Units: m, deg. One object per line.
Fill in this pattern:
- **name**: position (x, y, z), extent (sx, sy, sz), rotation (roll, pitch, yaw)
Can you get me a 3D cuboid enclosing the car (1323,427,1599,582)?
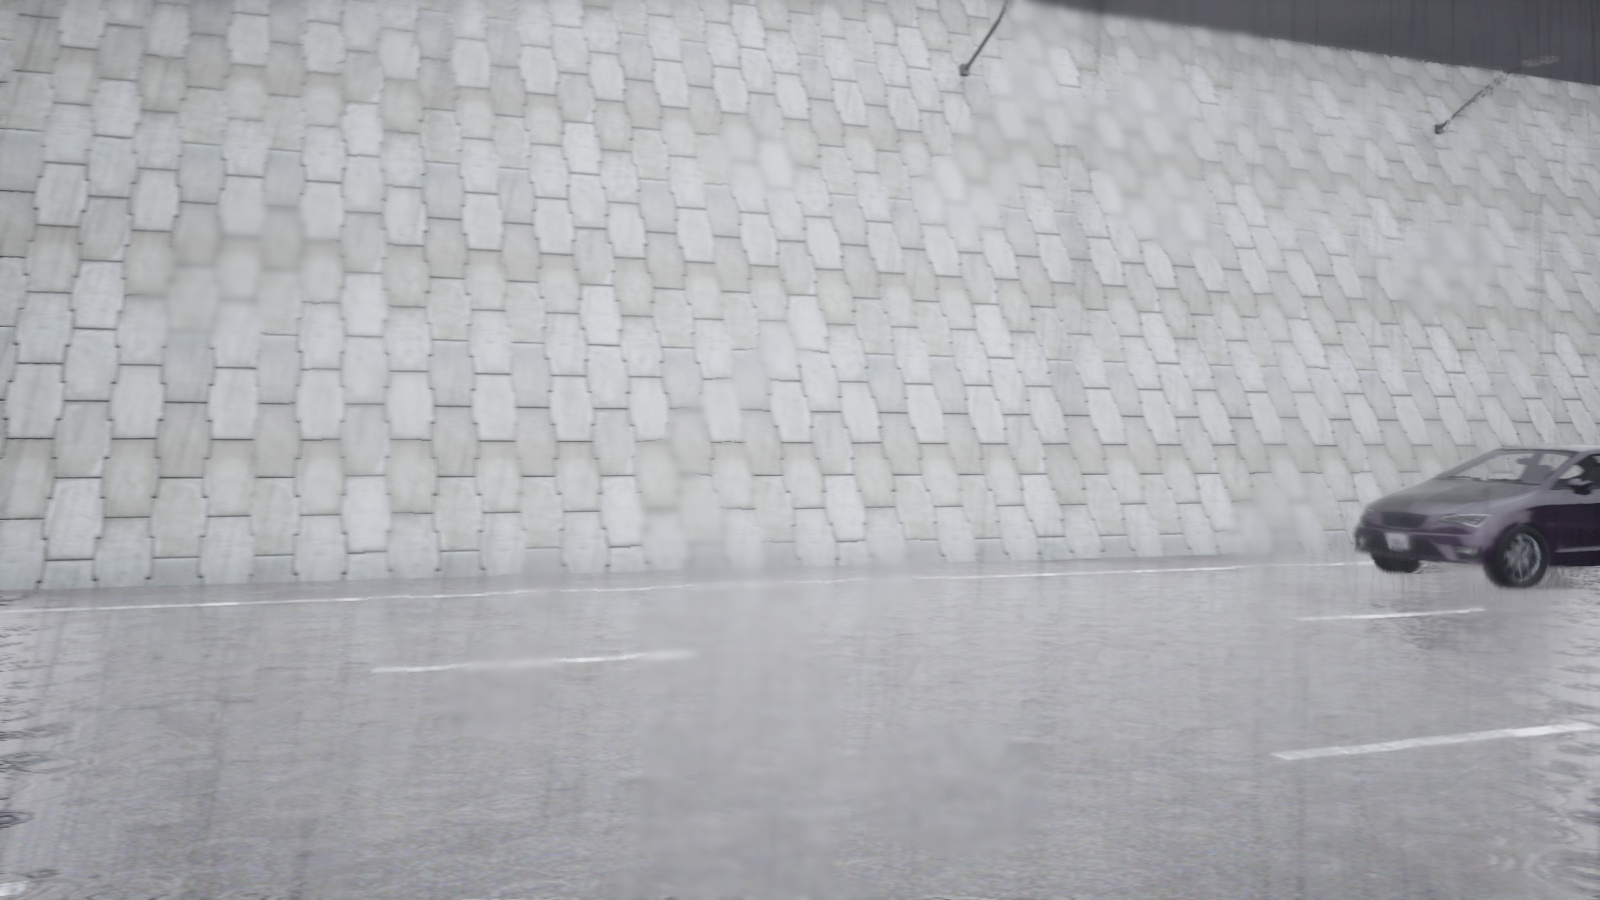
- **car**: position (8.067, 0.500, 13.789), extent (4.193, 1.474, 1.816), rotation (-1, 1, -21)
